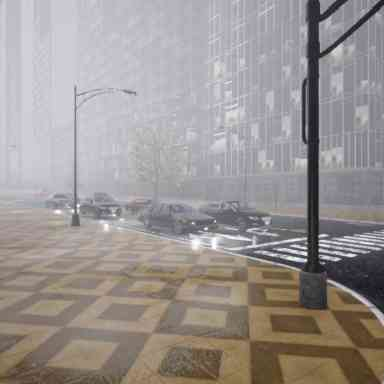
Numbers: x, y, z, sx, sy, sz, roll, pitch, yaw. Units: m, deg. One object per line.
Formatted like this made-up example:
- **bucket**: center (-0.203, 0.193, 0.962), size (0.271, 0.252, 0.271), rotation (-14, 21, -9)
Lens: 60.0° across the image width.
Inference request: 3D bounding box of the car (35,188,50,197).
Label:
- **car**: center (-28.478, 0.110, 63.731), size (2.097, 1.767, 4.553), rotation (0, 1, -38)

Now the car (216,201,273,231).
- **car**: center (2.309, 1.254, 18.772), size (2.128, 1.511, 4.902), rotation (0, 1, -38)

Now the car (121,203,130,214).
- **car**: center (-3.416, 1.193, 26.063), size (1.895, 1.301, 4.718), rotation (0, 1, -38)

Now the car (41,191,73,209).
- **car**: center (-13.382, 0.902, 33.531), size (1.812, 1.442, 4.674), rotation (0, 1, -38)

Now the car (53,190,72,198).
- **car**: center (-25.378, 0.316, 65.041), size (2.033, 1.411, 5.357), rotation (0, 1, -38)

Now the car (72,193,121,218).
- **car**: center (-7.049, 1.056, 25.428), size (2.128, 1.511, 4.902), rotation (0, 1, -38)

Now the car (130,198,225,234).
- **car**: center (-0.974, 1.292, 17.688), size (2.033, 1.411, 5.357), rotation (0, 1, -38)
